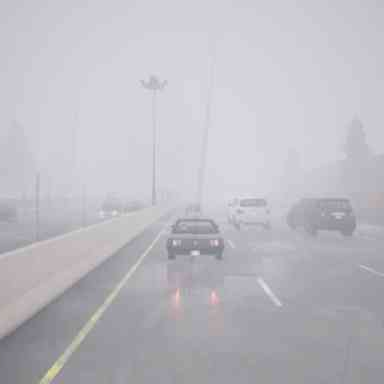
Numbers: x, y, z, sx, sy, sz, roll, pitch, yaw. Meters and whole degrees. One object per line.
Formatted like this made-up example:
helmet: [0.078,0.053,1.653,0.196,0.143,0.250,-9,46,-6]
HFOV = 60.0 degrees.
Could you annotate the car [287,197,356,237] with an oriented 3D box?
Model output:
car: [7.127,1.312,18.862,2.150,2.045,5.566,0,0,0]

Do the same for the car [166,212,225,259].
car: [0.115,1.656,12.795,1.895,1.301,4.718,0,0,0]

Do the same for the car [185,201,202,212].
car: [0.152,1.682,37.026,1.812,1.442,4.674,0,0,0]

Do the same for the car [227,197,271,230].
car: [3.630,1.320,21.891,2.150,2.045,5.566,0,0,0]
